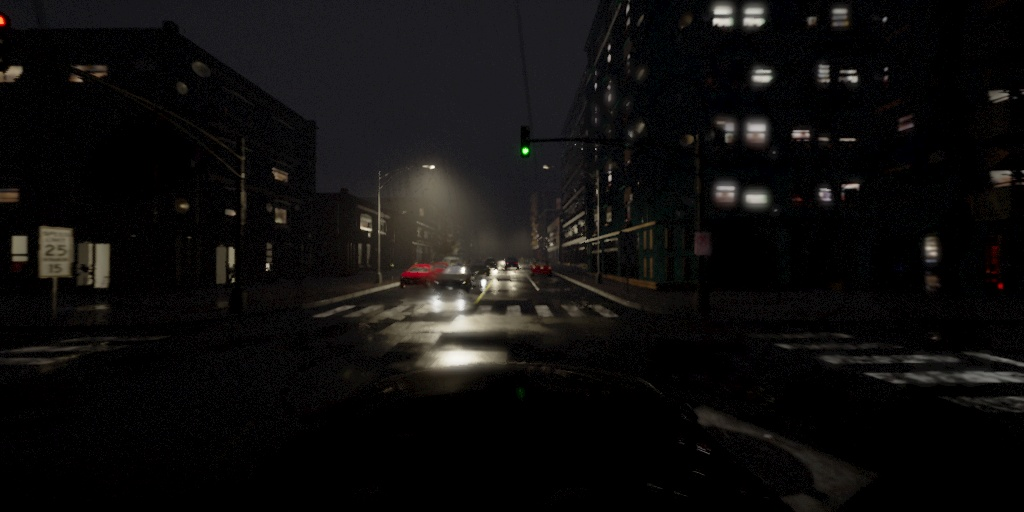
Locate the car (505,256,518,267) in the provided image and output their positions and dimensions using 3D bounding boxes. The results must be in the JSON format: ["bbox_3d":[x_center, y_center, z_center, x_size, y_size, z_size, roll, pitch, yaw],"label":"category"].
[{"bbox_3d":[-0.012,0.937,60.503,2.097,1.767,4.553,0,0,0],"label":"car"}]

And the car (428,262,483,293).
[{"bbox_3d":[-3.099,1.243,20.778,2.033,1.411,5.357,0,0,0],"label":"car"}]

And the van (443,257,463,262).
[{"bbox_3d":[-5.696,0.998,34.226,1.690,1.789,3.998,0,0,0],"label":"van"}]

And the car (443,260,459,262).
[{"bbox_3d":[-5.695,1.218,28.538,1.888,1.381,4.507,0,0,0],"label":"car"}]

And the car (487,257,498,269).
[{"bbox_3d":[-3.047,1.116,51.009,1.837,1.490,4.892,0,0,1],"label":"car"}]

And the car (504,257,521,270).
[{"bbox_3d":[-0.009,1.138,50.526,1.812,1.442,4.674,0,0,0],"label":"car"}]

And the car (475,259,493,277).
[{"bbox_3d":[-3.102,1.222,34.049,1.994,1.385,4.181,0,0,-1],"label":"car"}]

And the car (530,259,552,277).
[{"bbox_3d":[2.685,1.098,34.288,1.967,1.591,4.097,0,0,0],"label":"car"}]

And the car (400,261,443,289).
[{"bbox_3d":[-5.770,1.234,22.857,1.888,1.381,4.507,0,0,0],"label":"car"}]
